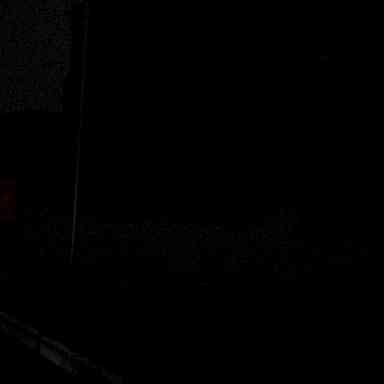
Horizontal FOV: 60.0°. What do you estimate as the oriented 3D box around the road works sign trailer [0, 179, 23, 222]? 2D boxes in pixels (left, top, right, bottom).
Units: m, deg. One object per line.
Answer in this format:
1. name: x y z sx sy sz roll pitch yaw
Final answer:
1. road works sign trailer: -10.935 0.511 17.096 2.880 2.380 3.560 3 3 -7
